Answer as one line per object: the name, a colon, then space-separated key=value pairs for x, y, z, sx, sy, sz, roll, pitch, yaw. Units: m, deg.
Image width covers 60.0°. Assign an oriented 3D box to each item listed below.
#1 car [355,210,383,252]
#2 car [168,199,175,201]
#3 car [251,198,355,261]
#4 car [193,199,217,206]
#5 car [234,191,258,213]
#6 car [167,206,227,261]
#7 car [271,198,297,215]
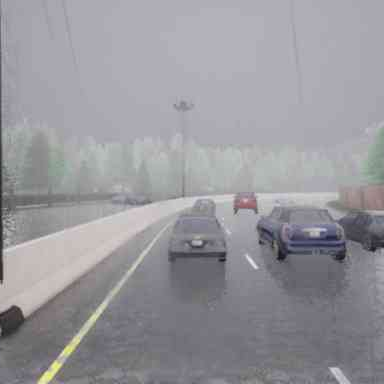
car: x=7.205 y=1.439 z=13.294 sx=2.033 sy=1.411 sz=5.357 roll=0 pitch=1 yaw=1
car: x=-3.332 y=0.831 z=42.894 sx=2.150 sy=2.045 sz=5.566 roll=0 pitch=0 yaw=15
car: x=3.684 y=1.248 z=12.038 sx=2.097 sy=1.767 sz=4.553 roll=0 pitch=0 yaw=1
car: x=1.110 y=1.294 z=28.376 sx=2.033 sy=1.411 sz=5.357 roll=0 pitch=1 yaw=7
car: x=5.248 y=0.938 z=32.389 sx=2.150 sy=2.045 sz=5.566 roll=0 pitch=1 yaw=10
car: x=0.180 y=1.440 z=11.705 sx=2.033 sy=1.411 sz=5.357 roll=0 pitch=0 yaw=1
car: x=8.683 y=1.329 z=31.738 sx=1.895 sy=1.301 sz=4.718 roll=0 pitch=1 yaw=10
